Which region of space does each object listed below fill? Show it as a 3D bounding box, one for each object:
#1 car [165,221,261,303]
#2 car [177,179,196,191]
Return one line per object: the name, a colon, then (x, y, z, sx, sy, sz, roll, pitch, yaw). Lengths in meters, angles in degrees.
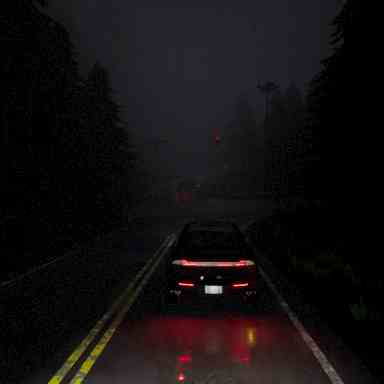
car: (0.448, 1.466, 8.170, 2.128, 1.511, 4.902, 0, 0, 2)
car: (-0.701, -1.072, 45.217, 1.812, 1.442, 4.674, 1, 9, 14)
